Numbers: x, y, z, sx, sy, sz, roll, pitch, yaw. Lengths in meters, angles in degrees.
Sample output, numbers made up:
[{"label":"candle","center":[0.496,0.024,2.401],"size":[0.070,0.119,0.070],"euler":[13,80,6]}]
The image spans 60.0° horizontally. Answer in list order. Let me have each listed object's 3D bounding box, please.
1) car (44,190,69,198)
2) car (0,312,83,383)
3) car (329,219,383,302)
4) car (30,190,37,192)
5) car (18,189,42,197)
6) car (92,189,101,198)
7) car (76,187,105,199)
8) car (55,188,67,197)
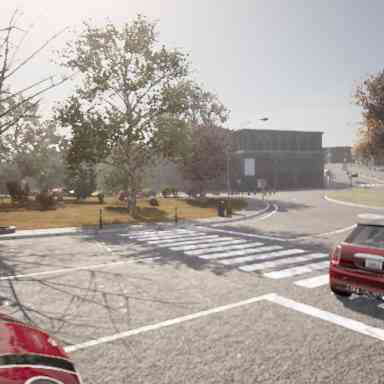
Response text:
[{"label":"car","center":[-28.736,0.345,70.832],"size":[2.231,1.521,4.892],"euler":[-1,2,18]},{"label":"car","center":[-2.871,1.349,1.697],"size":[4.553,1.767,2.097],"euler":[0,0,-36]},{"label":"car","center":[5.100,1.348,7.333],"size":[4.553,1.767,2.097],"euler":[0,0,-35]},{"label":"car","center":[-35.780,0.238,76.189],"size":[1.946,1.575,5.366],"euler":[0,3,19]},{"label":"car","center":[-38.032,0.192,78.231],"size":[2.097,1.535,5.008],"euler":[0,3,19]},{"label":"car","center":[-16.959,0.350,61.616],"size":[1.946,1.575,5.366],"euler":[-1,2,17]},{"label":"car","center":[-19.296,0.115,63.609],"size":[2.435,2.045,5.566],"euler":[-2,2,17]},{"label":"car","center":[-26.390,0.115,68.973],"size":[2.435,2.045,5.566],"euler":[0,2,18]}]
